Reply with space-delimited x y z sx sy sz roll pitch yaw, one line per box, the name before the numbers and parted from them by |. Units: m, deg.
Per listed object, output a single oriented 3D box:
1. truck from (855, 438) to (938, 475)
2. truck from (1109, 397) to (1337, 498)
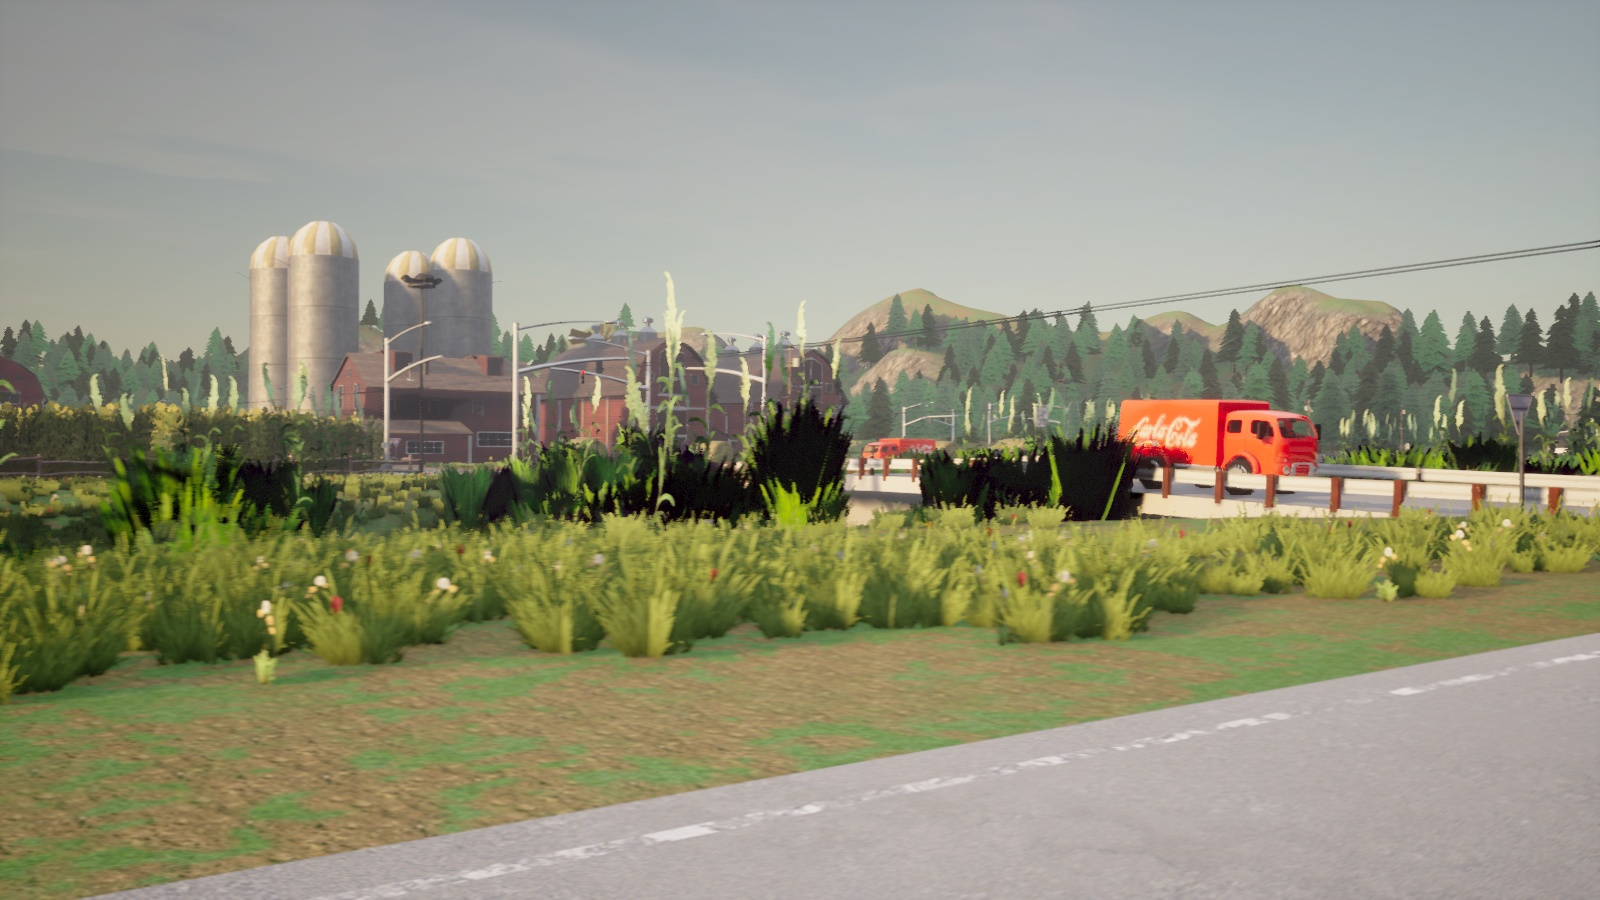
truck | 6.607 0.420 85.904 5.204 2.467 2.627 0 0 -38
truck | 11.159 -0.159 33.551 2.627 2.467 5.204 0 2 -33
